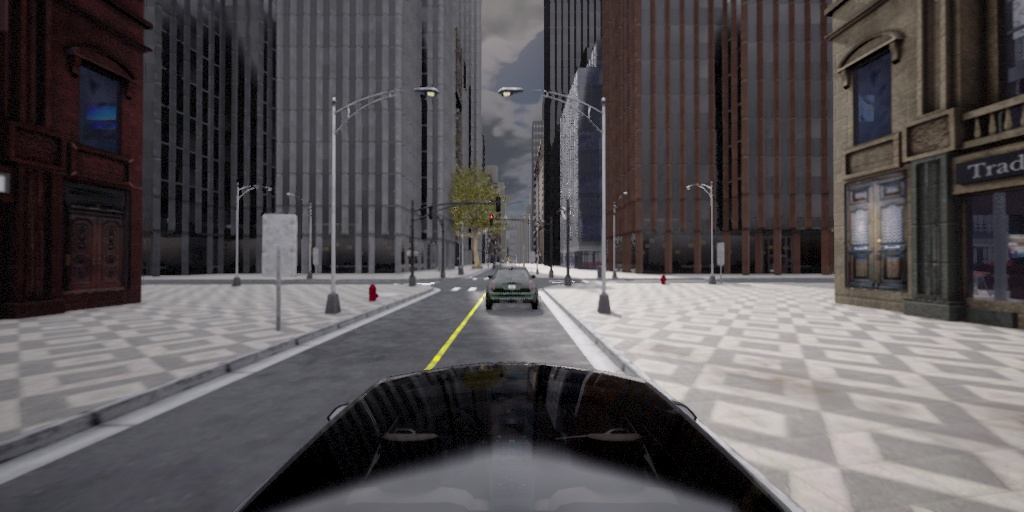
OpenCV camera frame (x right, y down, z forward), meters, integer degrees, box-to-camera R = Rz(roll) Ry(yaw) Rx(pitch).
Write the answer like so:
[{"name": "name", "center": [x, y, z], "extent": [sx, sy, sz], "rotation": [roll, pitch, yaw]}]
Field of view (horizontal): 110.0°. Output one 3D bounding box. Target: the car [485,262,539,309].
[{"name": "car", "center": [0.001, 1.240, 15.926], "extent": [2.097, 1.767, 4.553], "rotation": [0, -1, 0]}]
